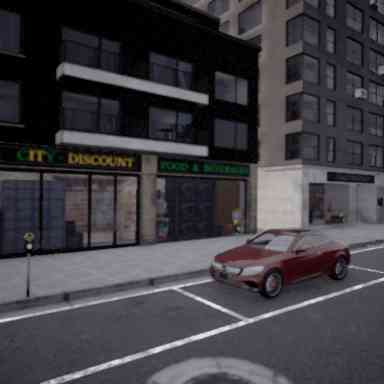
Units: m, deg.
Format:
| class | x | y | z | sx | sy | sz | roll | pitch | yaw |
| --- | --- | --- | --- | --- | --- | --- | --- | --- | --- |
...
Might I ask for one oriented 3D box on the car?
| class | x | y | z | sx | sy | sz | roll | pitch | yaw |
| --- | --- | --- | --- | --- | --- | --- | --- | --- | --- |
| car | 2.395 | 1.596 | 8.463 | 4.206 | 1.307 | 1.802 | 0 | 0 | -35 |
